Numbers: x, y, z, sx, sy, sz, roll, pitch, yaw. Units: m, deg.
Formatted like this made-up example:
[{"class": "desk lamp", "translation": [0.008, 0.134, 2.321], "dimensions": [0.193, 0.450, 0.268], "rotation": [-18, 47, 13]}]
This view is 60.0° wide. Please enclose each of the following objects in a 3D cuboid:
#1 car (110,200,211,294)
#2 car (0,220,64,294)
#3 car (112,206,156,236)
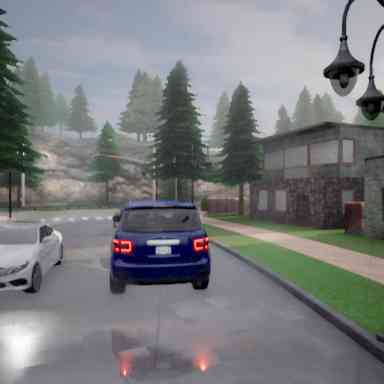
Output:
[{"class": "car", "translation": [-0.977, 1.216, 9.049], "dimensions": [2.150, 2.045, 5.566], "rotation": [0, 0, -9]}, {"class": "car", "translation": [-4.617, 1.520, 8.740], "dimensions": [1.812, 1.442, 4.674], "rotation": [0, 0, -11]}, {"class": "car", "translation": [-3.535, 1.588, 19.482], "dimensions": [1.895, 1.301, 4.718], "rotation": [0, 0, -18]}]
